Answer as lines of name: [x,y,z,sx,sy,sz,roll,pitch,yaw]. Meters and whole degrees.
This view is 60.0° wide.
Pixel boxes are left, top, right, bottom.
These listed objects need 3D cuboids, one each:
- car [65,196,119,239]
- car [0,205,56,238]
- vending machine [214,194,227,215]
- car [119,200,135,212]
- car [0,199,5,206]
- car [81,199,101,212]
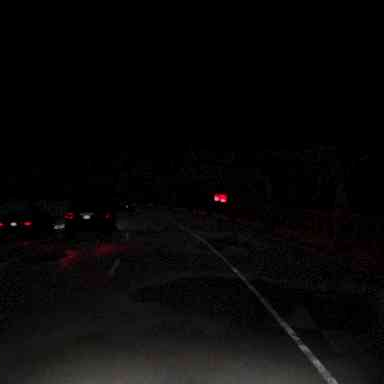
car: [-5.244,1.242,17.739,2.150,2.045,5.566,0,0,-10]
car: [-8.844,1.577,18.085,2.033,1.411,5.357,0,0,-11]
vending machine: [2.810,1.201,32.748,1.100,2.100,0.880,0,0,-17]
car: [-8.091,1.600,39.498,1.994,1.385,4.181,0,0,-22]
car: [-25.368,1.606,43.105,1.812,1.442,4.674,0,0,-28]
car: [-12.339,1.572,40.585,1.812,1.442,4.674,0,0,-23]
